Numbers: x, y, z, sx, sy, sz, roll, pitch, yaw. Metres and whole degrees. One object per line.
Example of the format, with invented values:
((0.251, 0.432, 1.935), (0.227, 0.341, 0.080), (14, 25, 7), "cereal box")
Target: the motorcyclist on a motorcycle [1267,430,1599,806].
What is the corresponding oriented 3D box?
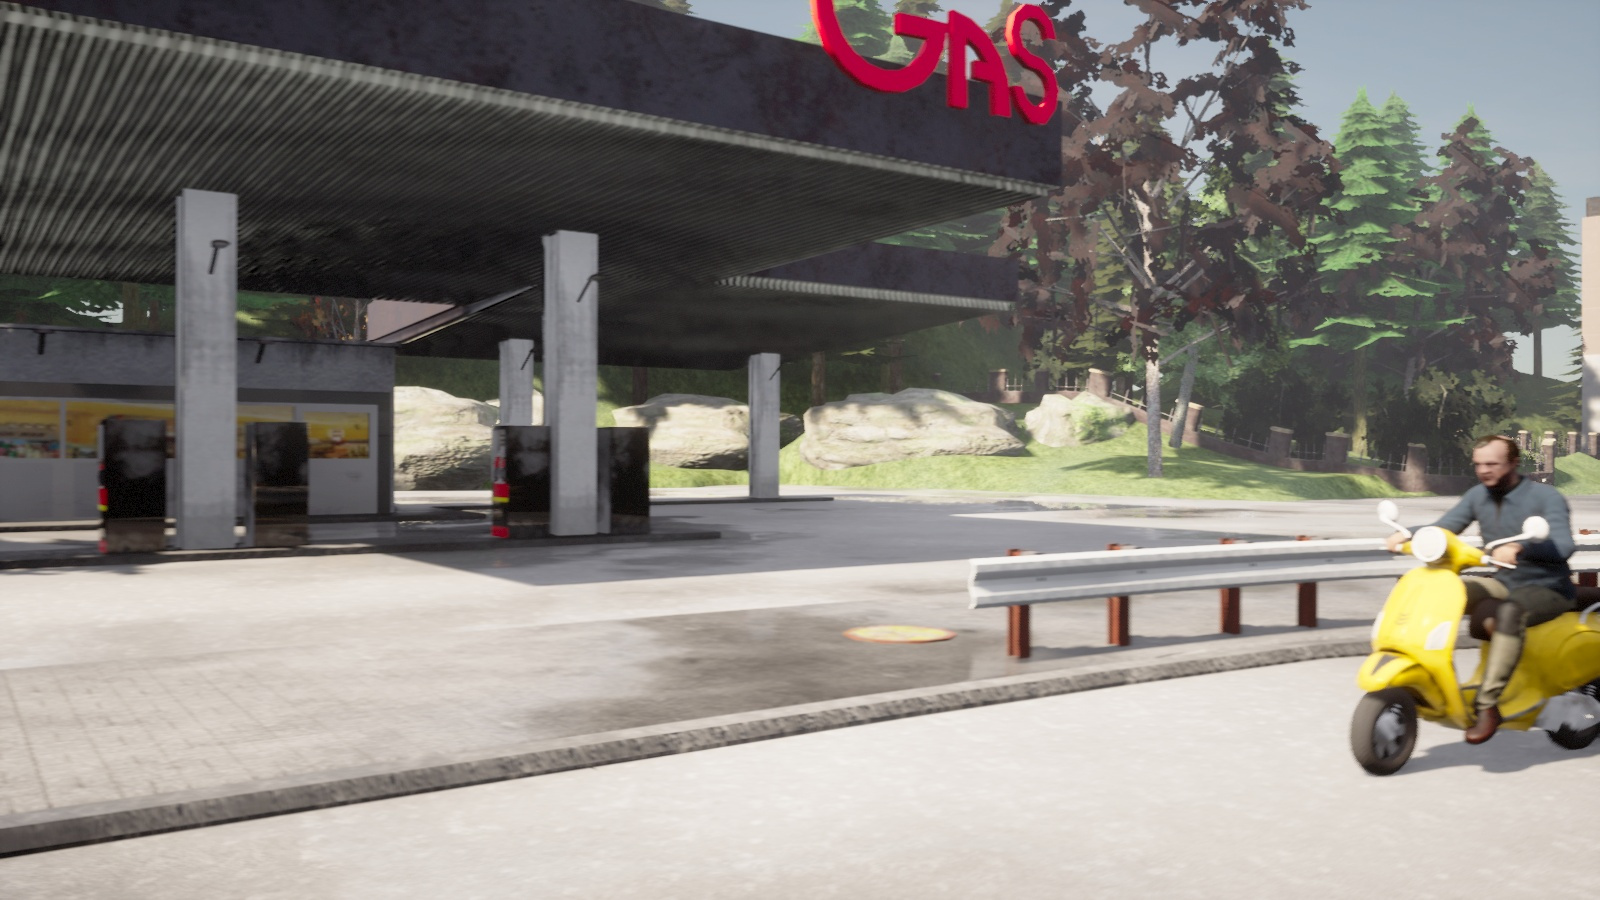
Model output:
((3.287, 0.707, 6.074), (1.817, 1.590, 0.866), (0, 1, -24), "motorcyclist on a motorcycle")
